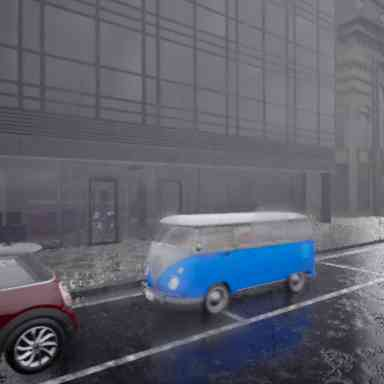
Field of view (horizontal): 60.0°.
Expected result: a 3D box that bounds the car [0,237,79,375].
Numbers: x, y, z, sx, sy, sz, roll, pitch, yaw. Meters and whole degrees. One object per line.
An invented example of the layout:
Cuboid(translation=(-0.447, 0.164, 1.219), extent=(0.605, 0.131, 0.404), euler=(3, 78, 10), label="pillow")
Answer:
Cuboid(translation=(-3.627, 1.438, 3.955), extent=(4.097, 1.590, 1.967), euler=(0, -1, -36), label="car")

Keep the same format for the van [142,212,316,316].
Cuboid(translation=(0.951, 1.350, 7.223), extent=(3.998, 1.788, 1.690), euler=(0, -1, -36), label="van")
